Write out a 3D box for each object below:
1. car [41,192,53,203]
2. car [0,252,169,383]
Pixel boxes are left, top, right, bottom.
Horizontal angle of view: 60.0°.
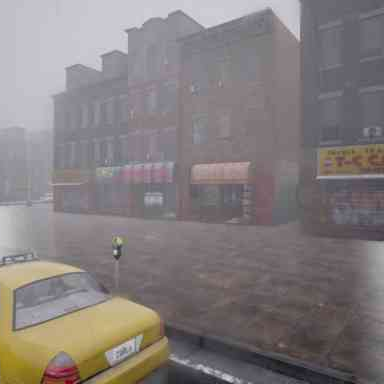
[{"bbox_3d":[-17.996,0.496,46.227,2.150,2.045,5.566,0,1,35],"label":"car"},{"bbox_3d":[-2.544,1.525,4.625,4.829,1.417,1.752,0,0,36],"label":"car"}]
